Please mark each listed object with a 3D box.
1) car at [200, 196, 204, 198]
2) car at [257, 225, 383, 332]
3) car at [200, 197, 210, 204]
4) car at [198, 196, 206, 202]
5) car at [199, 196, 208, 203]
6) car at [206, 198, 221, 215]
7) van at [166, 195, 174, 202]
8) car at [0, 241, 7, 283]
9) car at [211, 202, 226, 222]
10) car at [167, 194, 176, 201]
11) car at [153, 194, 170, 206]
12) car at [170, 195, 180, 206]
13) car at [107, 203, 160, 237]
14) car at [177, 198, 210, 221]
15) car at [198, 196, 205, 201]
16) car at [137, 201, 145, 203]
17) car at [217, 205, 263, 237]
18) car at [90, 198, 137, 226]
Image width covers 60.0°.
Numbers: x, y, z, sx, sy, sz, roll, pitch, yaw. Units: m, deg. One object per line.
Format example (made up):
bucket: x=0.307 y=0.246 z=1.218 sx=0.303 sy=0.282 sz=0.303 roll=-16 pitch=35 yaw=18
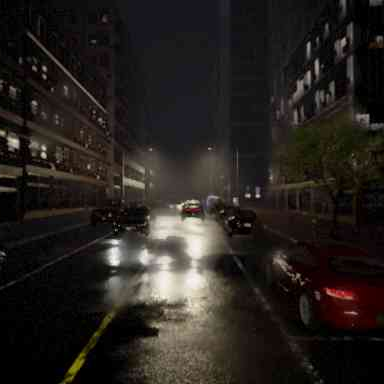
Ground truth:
car: x=2.681 y=1.615 z=57.925 sx=1.967 sy=1.590 sz=4.097 roll=1 pitch=0 yaw=0
car: x=2.673 y=1.605 z=6.644 sx=1.802 sy=1.307 sz=4.206 roll=1 pitch=0 yaw=0
car: x=2.680 y=1.733 z=69.490 sx=1.752 sy=1.417 sz=4.829 roll=1 pitch=0 yaw=0
car: x=2.681 y=1.800 z=86.413 sx=1.887 sy=1.381 sz=4.507 roll=1 pitch=0 yaw=0
car: x=2.680 y=1.790 z=80.716 sx=2.008 sy=1.369 sz=4.403 roll=1 pitch=0 yaw=0
car: x=2.676 y=1.654 z=35.133 sx=1.887 sy=1.381 sz=4.507 roll=1 pitch=0 yaw=0
van: x=-5.661 y=1.597 z=86.540 sx=1.690 sy=1.788 sz=3.998 roll=1 pitch=0 yaw=0
car: x=-5.671 y=1.463 z=6.769 sx=1.967 sy=1.590 sz=4.097 roll=1 pitch=0 yaw=0
car: x=2.675 y=1.642 z=23.738 sx=1.947 sy=1.339 sz=4.313 roll=1 pitch=0 yaw=0
car: x=-5.660 y=1.587 z=92.237 sx=2.192 sy=1.841 sz=5.009 roll=1 pitch=0 yaw=0
car: x=-5.664 y=1.490 z=58.052 sx=2.192 sy=1.841 sz=5.009 roll=1 pitch=0 yaw=0
car: x=-3.042 y=1.744 z=60.249 sx=1.994 sy=1.385 sz=4.181 roll=0 pitch=0 yaw=1
car: x=-3.097 y=1.565 z=18.685 sx=1.837 sy=1.490 sz=4.892 roll=0 pitch=0 yaw=0
car: x=0.101 y=1.582 z=28.243 sx=2.128 sy=1.511 sz=4.902 roll=0 pitch=0 yaw=0
car: x=2.682 y=1.798 z=92.281 sx=1.752 sy=1.417 sz=4.829 roll=1 pitch=0 yaw=0
car: x=-5.671 y=1.675 z=35.260 sx=1.947 sy=1.339 sz=4.313 roll=1 pitch=0 yaw=0
car: x=2.674 y=1.625 z=18.040 sx=1.947 sy=1.339 sz=4.313 roll=1 pitch=0 yaw=0
car: x=-5.667 y=1.391 z=23.864 sx=2.192 sy=1.841 sz=5.009 roll=1 pitch=0 yaw=0
